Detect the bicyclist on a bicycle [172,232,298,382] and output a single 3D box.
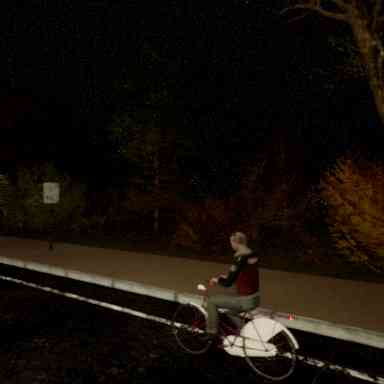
[{"bbox_3d":[0.441,1.391,4.317,1.843,1.776,0.659,0,0,35],"label":"bicyclist on a bicycle"}]
